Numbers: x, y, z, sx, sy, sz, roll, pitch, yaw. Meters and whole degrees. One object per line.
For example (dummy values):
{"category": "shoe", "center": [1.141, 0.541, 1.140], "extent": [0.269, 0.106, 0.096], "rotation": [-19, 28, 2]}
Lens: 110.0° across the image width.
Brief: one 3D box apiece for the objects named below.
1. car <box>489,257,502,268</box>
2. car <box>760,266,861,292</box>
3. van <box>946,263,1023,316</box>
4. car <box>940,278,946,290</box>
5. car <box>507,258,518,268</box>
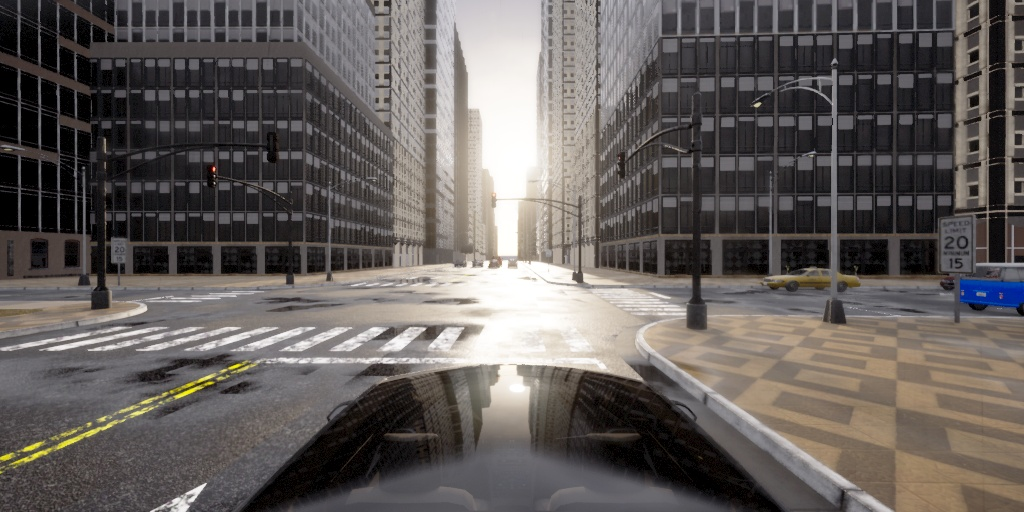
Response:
{"category": "car", "center": [-3.123, 1.386, 63.359], "extent": [1.812, 1.442, 4.674], "rotation": [0, 0, 0]}
{"category": "car", "center": [17.125, 1.293, 20.733], "extent": [4.829, 1.417, 1.751], "rotation": [0, 0, 2]}
{"category": "van", "center": [18.379, 1.119, 12.558], "extent": [3.998, 1.789, 1.690], "rotation": [0, 0, 2]}
{"category": "car", "center": [26.958, 1.356, 20.228], "extent": [4.207, 1.307, 1.802], "rotation": [0, 0, 2]}
{"category": "car", "center": [0.127, 1.408, 63.353], "extent": [2.033, 1.411, 5.357], "rotation": [0, 0, 0]}
